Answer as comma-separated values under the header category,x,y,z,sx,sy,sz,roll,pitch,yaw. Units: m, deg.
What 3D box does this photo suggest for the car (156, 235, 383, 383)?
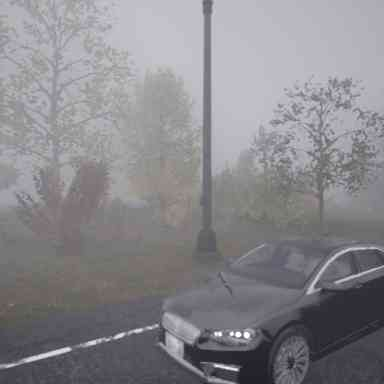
category,x,y,z,sx,sy,sz,roll,pitch,yaw
car,1.788,1.509,5.281,4.902,1.511,2.128,0,0,-36
